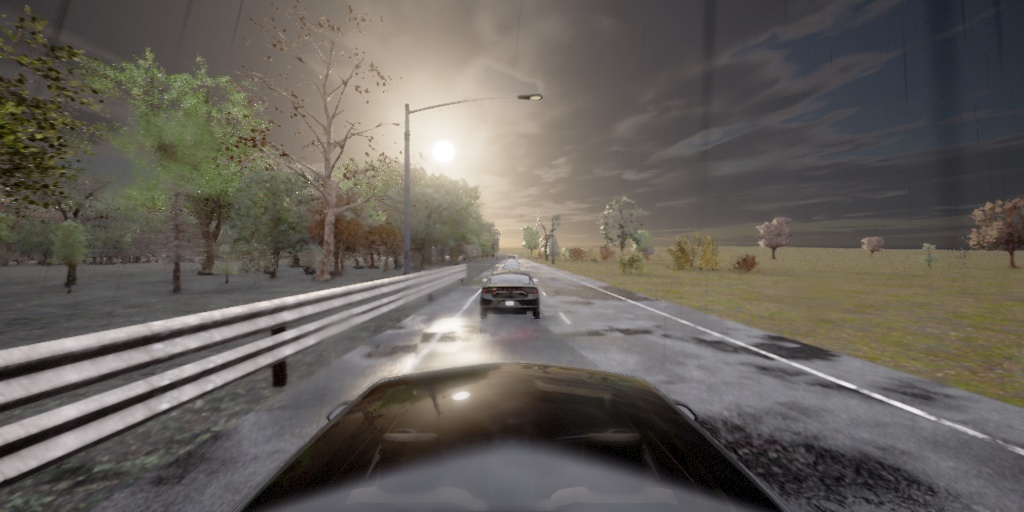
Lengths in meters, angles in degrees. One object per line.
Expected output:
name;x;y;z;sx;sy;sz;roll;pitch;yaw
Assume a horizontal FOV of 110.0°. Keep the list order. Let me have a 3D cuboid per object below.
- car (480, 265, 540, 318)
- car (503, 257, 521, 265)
car;-0.062;1.233;12.910;1.882;1.535;5.008;0;0;0
car;-0.063;1.217;42.906;1.812;1.442;4.674;0;0;0
